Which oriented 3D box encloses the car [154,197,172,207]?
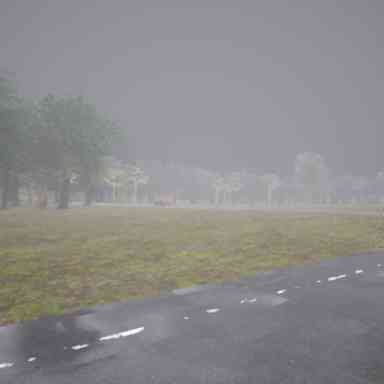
[{"bbox_3d":[-6.432,2.208,73.316,2.150,2.045,5.566,2,-2,-30],"label":"car"}]
